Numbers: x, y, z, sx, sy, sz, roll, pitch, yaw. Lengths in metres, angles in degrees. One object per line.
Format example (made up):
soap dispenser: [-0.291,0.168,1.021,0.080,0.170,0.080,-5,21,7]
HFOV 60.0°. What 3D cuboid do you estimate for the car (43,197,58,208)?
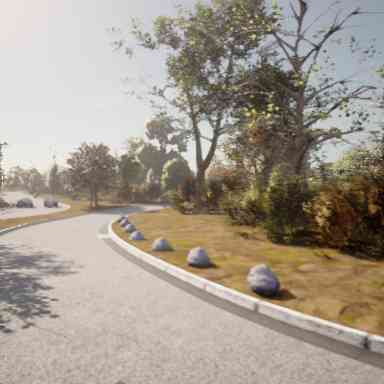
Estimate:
car: [-20.468,1.477,48.261,2.128,1.511,4.902,0,0,-23]

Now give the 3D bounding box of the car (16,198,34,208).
car: [-23.373,1.550,46.795,1.994,1.385,4.181,0,0,-23]

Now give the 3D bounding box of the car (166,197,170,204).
car: [-2.572,1.143,55.971,2.097,1.767,4.553,0,1,19]
